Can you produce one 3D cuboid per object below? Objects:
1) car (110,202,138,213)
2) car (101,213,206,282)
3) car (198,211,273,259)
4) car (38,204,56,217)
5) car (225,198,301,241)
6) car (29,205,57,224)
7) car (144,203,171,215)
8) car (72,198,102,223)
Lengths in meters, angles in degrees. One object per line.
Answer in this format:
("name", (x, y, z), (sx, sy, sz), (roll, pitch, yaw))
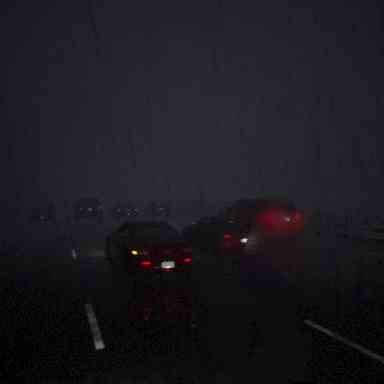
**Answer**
("car", (-6.605, 1.728, 32.097), (2.097, 1.767, 4.553), (0, -1, -22))
("car", (-1.433, 1.580, 10.022), (1.812, 1.442, 4.674), (0, -1, -22))
("car", (1.049, 1.649, 13.217), (1.994, 1.385, 4.181), (0, -1, -22))
("car", (-17.326, 2.169, 39.905), (1.895, 1.301, 4.718), (0, -1, -22))
("car", (3.198, 1.348, 17.236), (2.150, 2.045, 5.566), (0, -1, -22))
("car", (-12.382, 1.802, 27.710), (2.128, 1.511, 4.902), (0, -1, -22))
("car", (-3.638, 1.898, 34.092), (2.128, 1.511, 4.902), (0, -1, -22))
("car", (-9.253, 1.553, 29.312), (2.150, 2.045, 5.566), (0, -1, -22))
